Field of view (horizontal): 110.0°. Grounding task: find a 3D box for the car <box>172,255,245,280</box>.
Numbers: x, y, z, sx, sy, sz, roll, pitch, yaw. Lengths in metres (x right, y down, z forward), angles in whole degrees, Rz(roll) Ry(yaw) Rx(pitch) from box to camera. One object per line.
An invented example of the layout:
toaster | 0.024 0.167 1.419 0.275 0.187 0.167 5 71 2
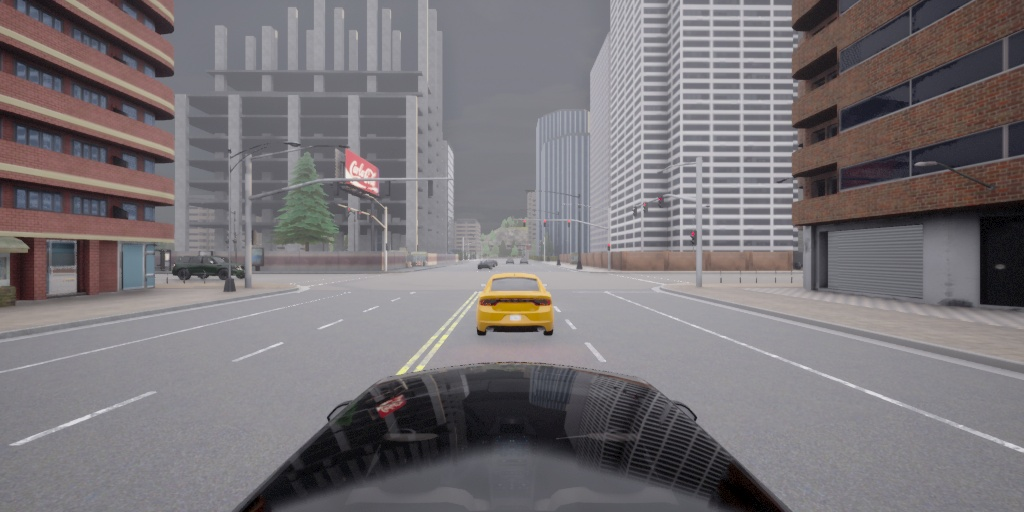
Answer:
car | -25.304 0.972 30.302 5.566 2.045 2.150 0 0 -1

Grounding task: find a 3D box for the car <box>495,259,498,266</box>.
car | -3.883 1.297 63.019 2.033 1.411 5.357 0 0 0

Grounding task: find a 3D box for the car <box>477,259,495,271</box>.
car | -3.847 1.351 50.744 1.895 1.301 4.718 0 0 0

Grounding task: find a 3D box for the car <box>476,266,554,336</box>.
car | 0.065 1.228 10.468 1.882 1.535 5.008 0 0 0
